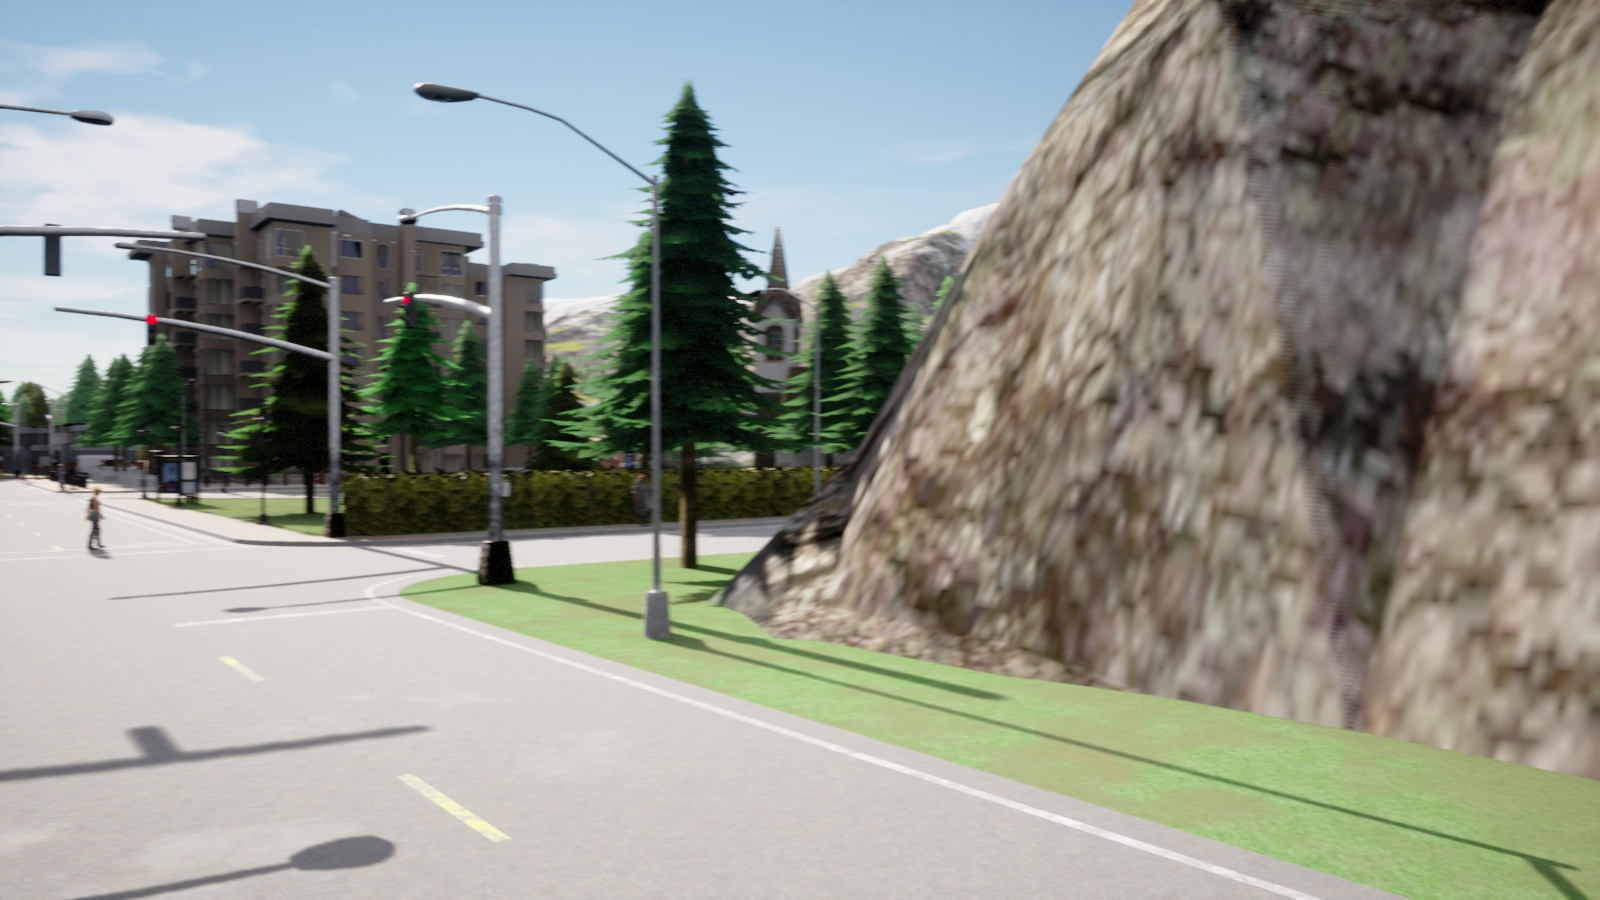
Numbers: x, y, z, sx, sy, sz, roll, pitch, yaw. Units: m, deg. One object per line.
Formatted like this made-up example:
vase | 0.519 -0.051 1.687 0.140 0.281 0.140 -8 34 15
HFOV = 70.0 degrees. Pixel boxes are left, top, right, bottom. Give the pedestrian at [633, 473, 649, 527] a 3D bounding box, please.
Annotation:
pedestrian | -5.514 1.716 39.633 0.375 1.860 0.375 0 0 -41

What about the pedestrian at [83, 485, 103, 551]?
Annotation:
pedestrian | -20.112 1.922 32.494 0.375 1.860 0.375 0 0 38
